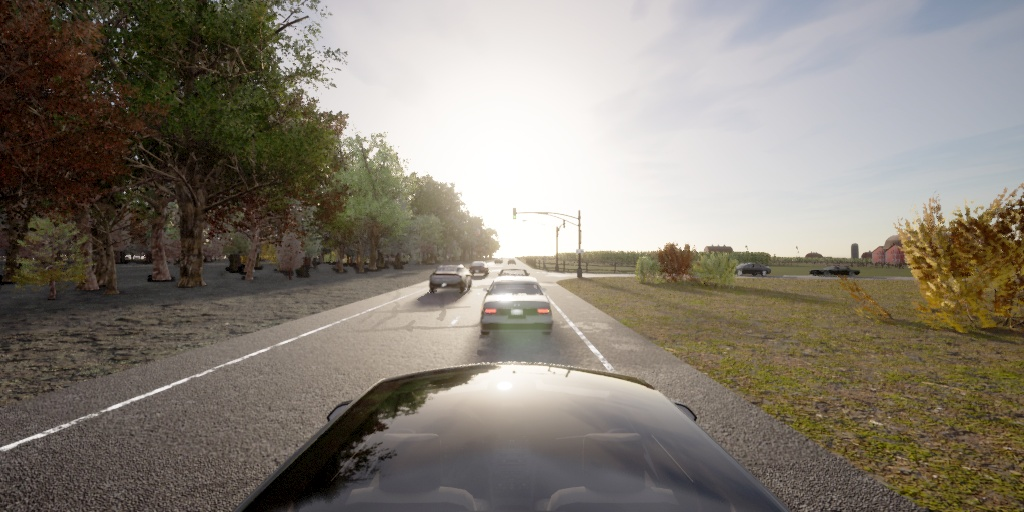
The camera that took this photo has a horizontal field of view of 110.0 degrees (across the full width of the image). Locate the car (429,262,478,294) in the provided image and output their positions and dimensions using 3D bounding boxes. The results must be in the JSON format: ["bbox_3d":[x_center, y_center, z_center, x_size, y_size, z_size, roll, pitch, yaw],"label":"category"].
[{"bbox_3d":[-3.415,1.246,20.545,2.128,1.511,4.902,0,0,0],"label":"car"}]

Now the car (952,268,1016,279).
[{"bbox_3d":[51.394,1.909,38.858,4.718,1.301,1.895,1,-1,1],"label":"car"}]

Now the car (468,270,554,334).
[{"bbox_3d":[0.090,1.300,10.541,2.033,1.411,5.357,0,0,0],"label":"car"}]

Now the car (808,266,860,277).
[{"bbox_3d":[38.143,1.825,42.535,4.718,1.301,1.895,1,-1,0],"label":"car"}]

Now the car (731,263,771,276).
[{"bbox_3d":[27.959,1.618,42.582,4.892,1.490,1.837,1,-1,0],"label":"car"}]

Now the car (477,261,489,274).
[{"bbox_3d":[-3.425,1.282,37.332,1.812,1.442,4.674,0,0,0],"label":"car"}]

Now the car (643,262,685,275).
[{"bbox_3d":[17.973,1.496,42.642,4.902,1.511,2.128,1,-1,1],"label":"car"}]

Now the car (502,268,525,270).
[{"bbox_3d":[0.085,1.355,20.655,1.895,1.301,4.718,0,0,0],"label":"car"}]
